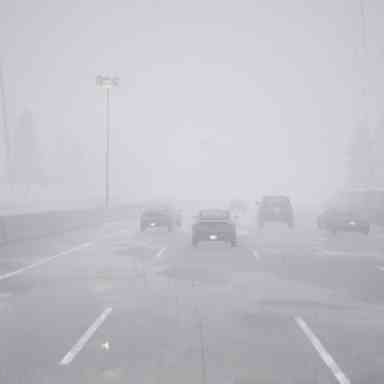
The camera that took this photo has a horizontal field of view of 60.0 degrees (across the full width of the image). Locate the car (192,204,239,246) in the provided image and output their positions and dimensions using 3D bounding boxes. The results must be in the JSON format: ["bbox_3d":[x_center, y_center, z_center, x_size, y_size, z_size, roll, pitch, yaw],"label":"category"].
[{"bbox_3d":[1.084,1.520,15.406,1.837,1.490,4.892,0,0,6],"label":"car"}]

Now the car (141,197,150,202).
[{"bbox_3d":[-6.863,1.578,57.909,2.033,1.411,5.357,0,0,21],"label":"car"}]

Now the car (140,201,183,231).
[{"bbox_3d":[-1.795,1.517,20.557,1.837,1.490,4.892,0,0,8],"label":"car"}]

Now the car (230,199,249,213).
[{"bbox_3d":[5.399,1.550,38.278,1.837,1.490,4.892,0,0,15],"label":"car"}]

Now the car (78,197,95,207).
[{"bbox_3d":[-16.054,1.507,52.724,1.837,1.490,4.892,0,0,18],"label":"car"}]

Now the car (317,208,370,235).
[{"bbox_3d":[8.633,1.602,19.327,1.994,1.385,4.181,0,0,8],"label":"car"}]

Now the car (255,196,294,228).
[{"bbox_3d":[5.619,1.255,22.937,2.150,2.045,5.566,0,0,9],"label":"car"}]

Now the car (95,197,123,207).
[{"bbox_3d":[-12.600,1.516,52.011,1.837,1.490,4.892,0,0,18],"label":"car"}]

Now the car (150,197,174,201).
[{"bbox_3d":[-4.394,1.525,54.430,2.128,1.511,4.902,0,0,20],"label":"car"}]
